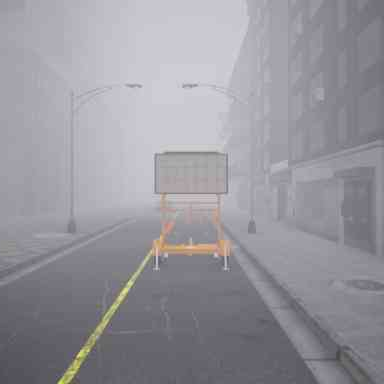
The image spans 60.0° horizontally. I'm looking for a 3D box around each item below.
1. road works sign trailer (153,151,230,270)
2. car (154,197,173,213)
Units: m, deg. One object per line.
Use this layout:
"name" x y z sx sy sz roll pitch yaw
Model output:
"road works sign trailer" -0.023 0.467 11.022 2.380 3.560 2.880 0 0 0
"car" -3.070 1.578 37.131 2.033 1.411 5.357 0 0 0
